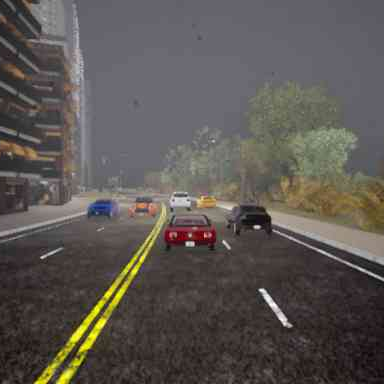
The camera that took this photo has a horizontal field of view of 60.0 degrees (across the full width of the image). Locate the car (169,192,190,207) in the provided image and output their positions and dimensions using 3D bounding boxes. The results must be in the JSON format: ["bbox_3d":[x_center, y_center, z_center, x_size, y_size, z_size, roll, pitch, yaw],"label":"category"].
[{"bbox_3d":[-1.394,1.013,37.578,2.150,2.045,5.566,0,0,-4],"label":"car"}]

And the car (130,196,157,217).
[{"bbox_3d":[-4.144,1.198,28.897,2.097,1.767,4.553,0,1,-3],"label":"car"}]

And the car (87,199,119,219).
[{"bbox_3d":[-7.347,1.339,27.766,1.882,1.535,5.008,0,0,-3],"label":"car"}]

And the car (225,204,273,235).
[{"bbox_3d":[2.971,1.401,18.036,1.837,1.490,4.892,0,0,-2],"label":"car"}]

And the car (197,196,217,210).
[{"bbox_3d":[1.720,1.254,39.258,1.882,1.535,5.008,0,0,-4],"label":"car"}]

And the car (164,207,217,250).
[{"bbox_3d":[-0.123,1.526,13.867,1.895,1.301,4.718,0,0,-2],"label":"car"}]
